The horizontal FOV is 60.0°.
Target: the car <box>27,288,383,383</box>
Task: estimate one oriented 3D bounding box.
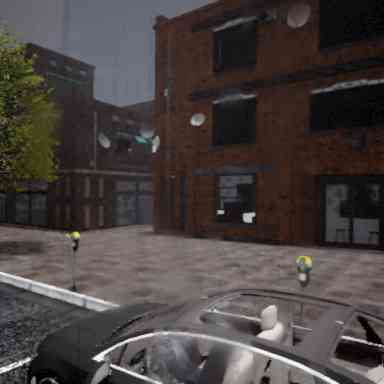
[{"bbox_3d":[0.348,1.556,2.773,4.403,1.369,2.008,0,1,35],"label":"car"}]
